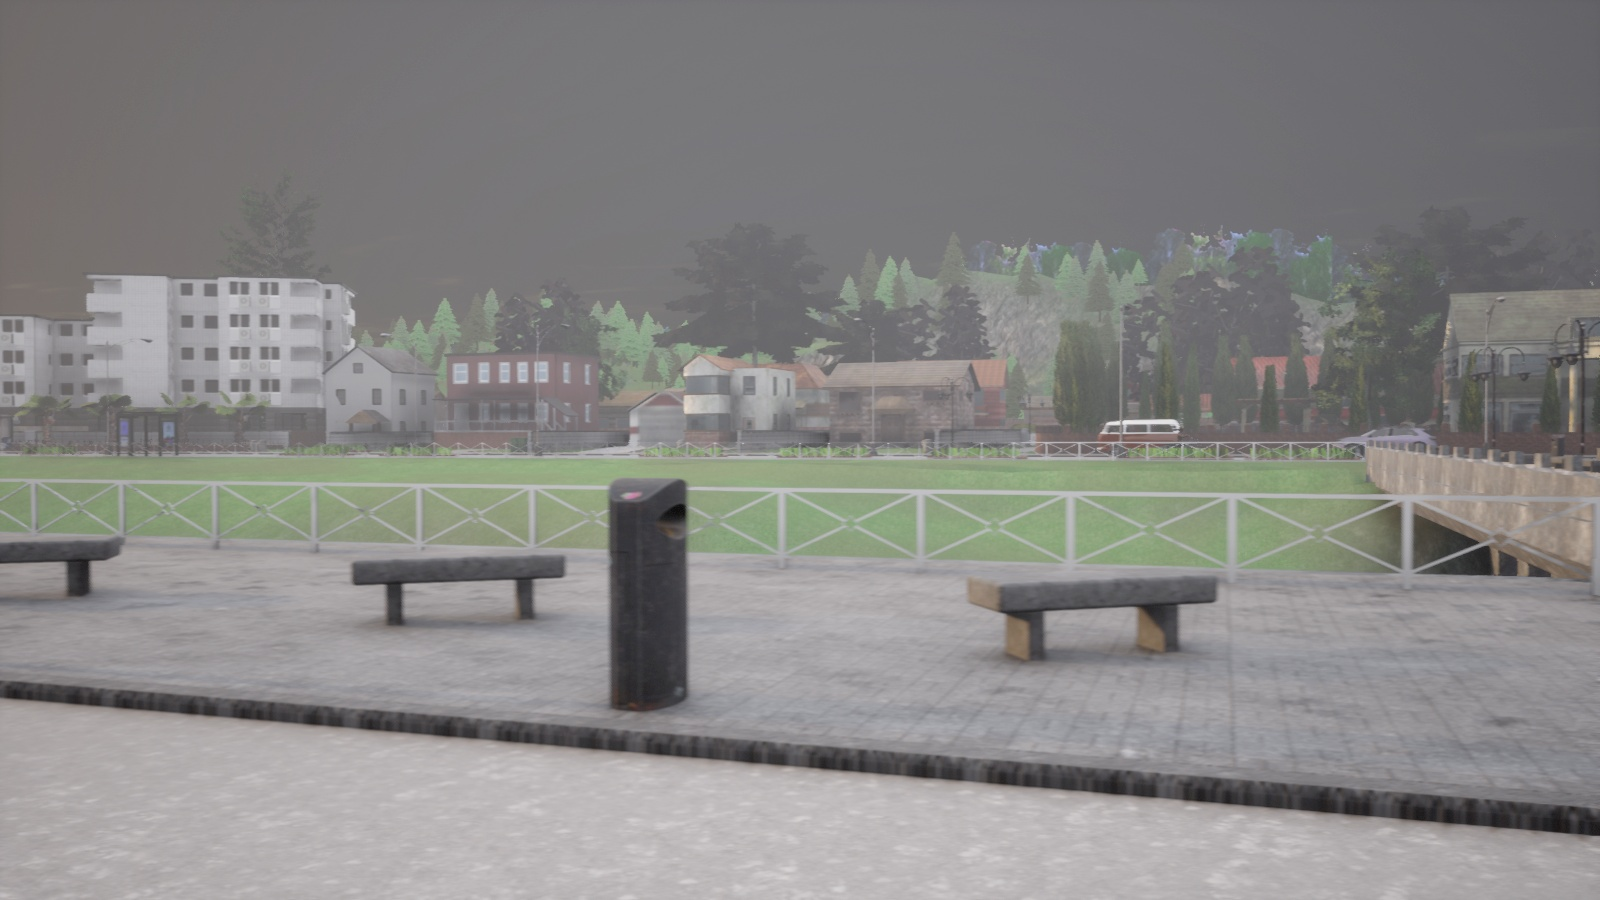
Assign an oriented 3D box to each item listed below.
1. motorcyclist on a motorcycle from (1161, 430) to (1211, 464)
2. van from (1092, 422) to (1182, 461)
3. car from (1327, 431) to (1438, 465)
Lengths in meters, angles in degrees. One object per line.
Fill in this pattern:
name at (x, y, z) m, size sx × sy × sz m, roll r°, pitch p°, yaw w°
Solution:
motorcyclist on a motorcycle at (19.156, -0.150, 62.350) m, size 2.350 × 1.649 × 0.766 m, roll 1°, pitch 1°, yaw 19°
van at (17.965, -0.455, 66.969) m, size 4.480 × 2.038 × 2.069 m, roll 1°, pitch 1°, yaw 19°
car at (29.226, -0.145, 63.180) m, size 4.856 × 1.649 × 2.033 m, roll 1°, pitch 1°, yaw 19°
